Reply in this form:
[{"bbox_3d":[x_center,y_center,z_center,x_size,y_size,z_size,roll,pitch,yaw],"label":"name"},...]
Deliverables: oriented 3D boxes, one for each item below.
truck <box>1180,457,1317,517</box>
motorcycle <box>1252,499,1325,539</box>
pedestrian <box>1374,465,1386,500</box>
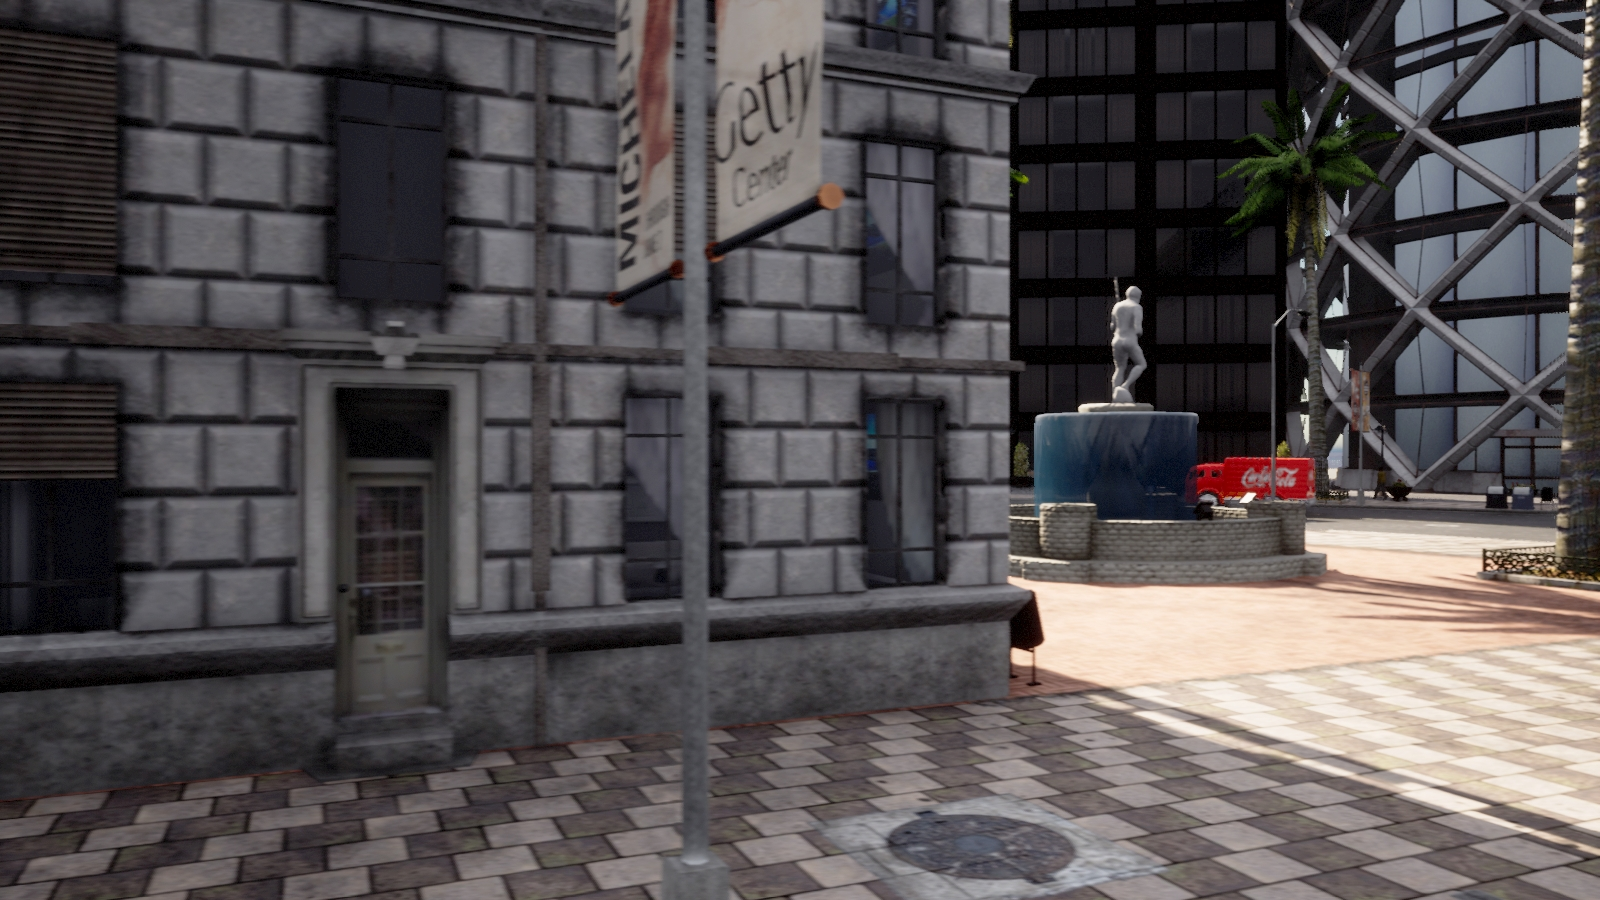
[{"bbox_3d":[19.690,1.567,50.192,5.204,2.467,2.627,0,0,32],"label":"truck"},{"bbox_3d":[15.799,2.213,37.023,0.803,1.145,2.033,-2,1,-37],"label":"motorcycle"},{"bbox_3d":[30.281,1.694,59.669,0.375,1.860,0.375,0,0,-19],"label":"pedestrian"}]
